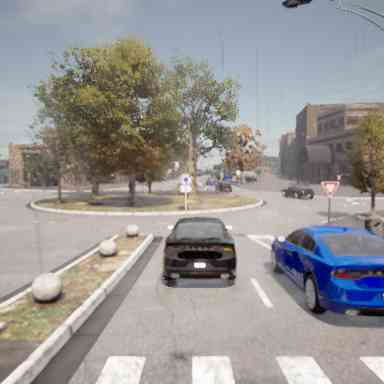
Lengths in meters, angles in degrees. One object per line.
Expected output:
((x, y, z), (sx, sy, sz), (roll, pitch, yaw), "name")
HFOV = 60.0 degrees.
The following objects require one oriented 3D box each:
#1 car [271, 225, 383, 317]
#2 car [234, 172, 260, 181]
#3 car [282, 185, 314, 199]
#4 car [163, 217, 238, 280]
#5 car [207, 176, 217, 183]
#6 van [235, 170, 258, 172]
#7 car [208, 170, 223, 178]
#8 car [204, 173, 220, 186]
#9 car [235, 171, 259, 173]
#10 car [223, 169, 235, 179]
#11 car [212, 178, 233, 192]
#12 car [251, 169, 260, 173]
((3.200, 1.512, 7.765), (1.882, 1.535, 5.008), (0, 0, 1), "car")
((13.017, -3.264, 79.130), (4.892, 1.521, 2.231), (1, 5, 10), "car")
((11.964, -0.053, 37.798), (1.837, 1.490, 4.892), (-1, 4, -12), "car")
((0.245, 1.485, 10.146), (1.882, 1.535, 5.008), (0, 1, 1), "car")
((4.541, -2.779, 75.080), (1.895, 1.301, 4.718), (1, 5, 9), "car")
((13.829, -3.961, 84.543), (4.442, 1.987, 1.878), (1, 5, 10), "van")
((6.036, -3.966, 84.542), (2.150, 2.045, 5.566), (1, 5, 10), "car")
((3.834, -2.219, 65.524), (2.097, 1.767, 4.553), (0, 5, 1), "car")
((13.514, -3.624, 81.819), (4.553, 1.767, 2.185), (1, 5, 10), "car")
((9.445, -4.158, 86.689), (2.150, 2.045, 5.566), (1, 5, 10), "car")
((4.775, -0.901, 50.907), (1.837, 1.490, 4.892), (-1, 3, -7), "car")
((14.426, -4.220, 87.213), (5.566, 2.045, 2.435), (1, 5, 10), "car")
